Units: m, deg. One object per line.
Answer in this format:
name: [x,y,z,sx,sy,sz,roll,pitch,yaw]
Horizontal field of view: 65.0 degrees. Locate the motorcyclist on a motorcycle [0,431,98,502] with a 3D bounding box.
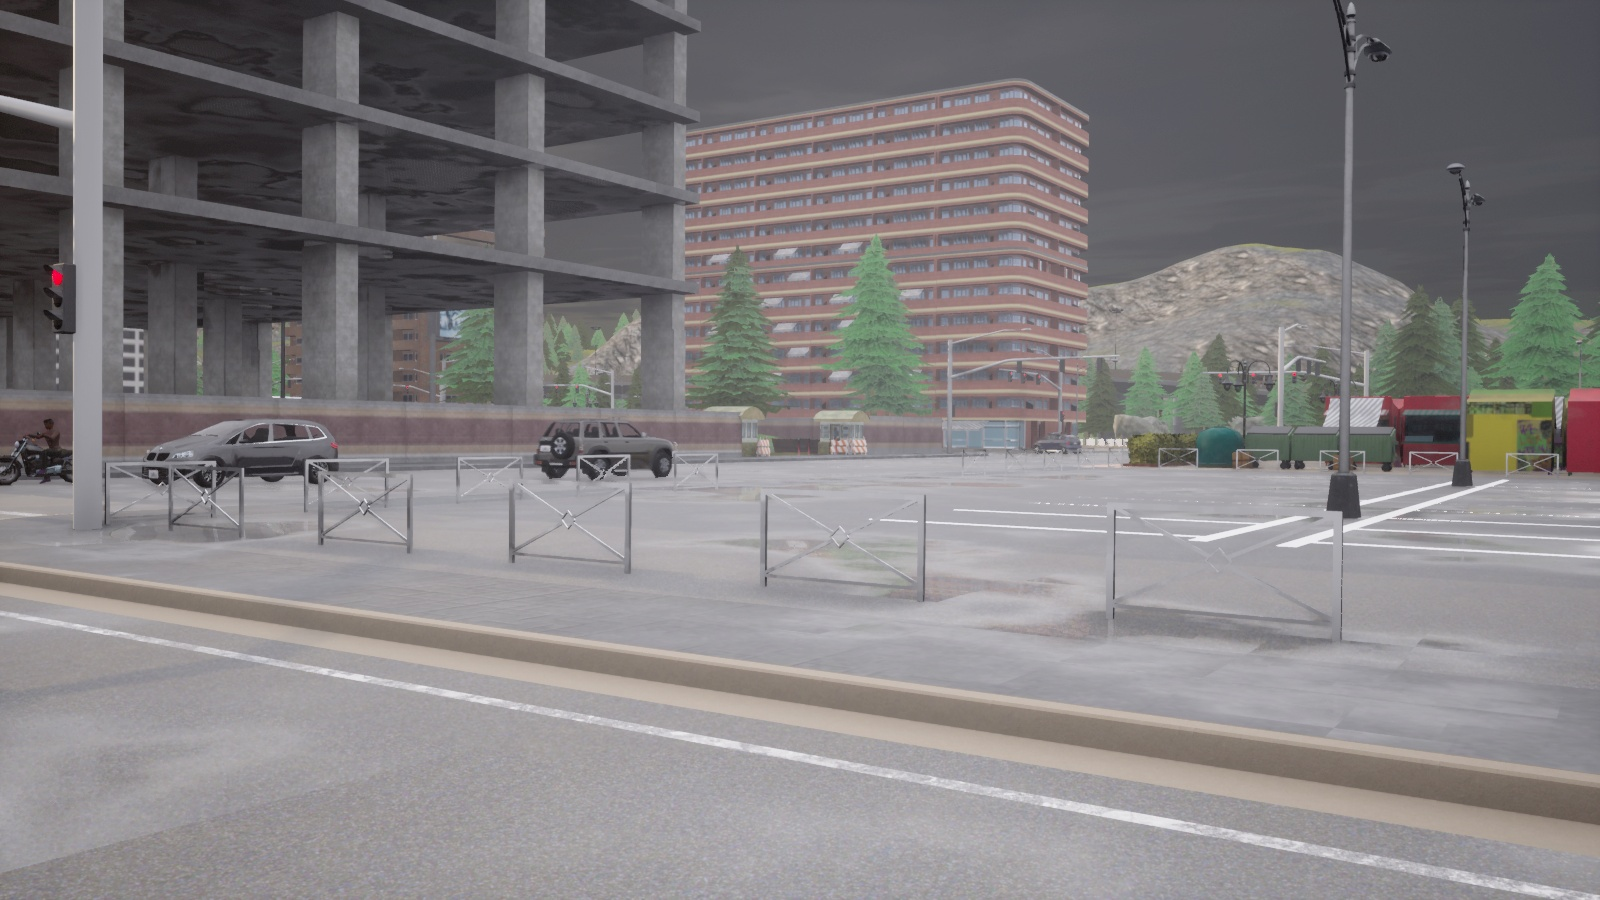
motorcyclist on a motorcycle: [-18.503,0.376,30.585,0.766,1.649,2.350,0,1,33]

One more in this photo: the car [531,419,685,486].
car: [-5.638,0.033,37.398,1.932,1.855,4.605,0,1,33]

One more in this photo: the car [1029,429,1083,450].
car: [19.282,-0.783,94.601,1.789,1.549,3.705,-1,1,-37]

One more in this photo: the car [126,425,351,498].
car: [-13.865,0.219,31.270,2.242,1.667,4.611,0,1,33]
